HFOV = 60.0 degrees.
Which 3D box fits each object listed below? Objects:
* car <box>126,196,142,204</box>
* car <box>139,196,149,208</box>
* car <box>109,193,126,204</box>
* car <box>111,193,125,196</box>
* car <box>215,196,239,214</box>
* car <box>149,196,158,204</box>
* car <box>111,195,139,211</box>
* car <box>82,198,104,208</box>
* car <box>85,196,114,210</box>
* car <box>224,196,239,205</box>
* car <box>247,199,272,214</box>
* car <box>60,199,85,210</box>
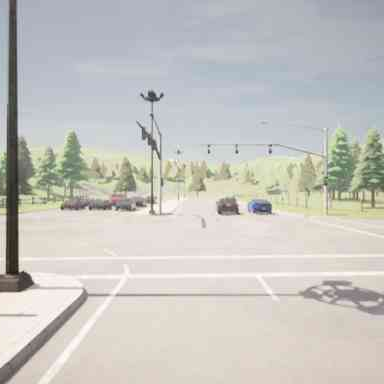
[{"bbox_3d":[-11.440,1.506,65.872,2.128,1.511,4.902,0,0,1],"label":"car"},{"bbox_3d":[-8.019,1.489,49.672,1.882,1.535,5.008,0,0,0],"label":"car"},{"bbox_3d":[-14.923,1.239,66.685,2.150,2.045,5.566,0,0,0],"label":"car"},{"bbox_3d":[-11.510,1.233,51.316,2.150,2.045,5.566,0,0,0],"label":"car"},{"bbox_3d":[3.643,1.360,35.076,2.097,1.767,4.553,0,0,0],"label":"car"},{"bbox_3d":[-7.952,1.519,63.580,1.837,1.490,4.892,0,0,0],"label":"car"},{"bbox_3d":[-8.032,1.514,40.461,1.837,1.490,4.892,0,0,0],"label":"car"},{"bbox_3d":[-15.011,1.576,50.533,1.994,1.385,4.181,0,0,1],"label":"car"},{"bbox_3d":[-11.514,1.574,41.956,1.994,1.385,4.181,0,0,1],"label":"car"},{"bbox_3d":[7.176,1.505,61.014,2.128,1.511,4.902,0,0,0],"label":"car"},{"bbox_3d":[7.144,1.486,35.468,1.882,1.535,5.008,0,0,0],"label":"car"},{"bbox_3d":[-15.024,1.574,42.081,1.994,1.385,4.181,0,0,0],"label":"car"}]
